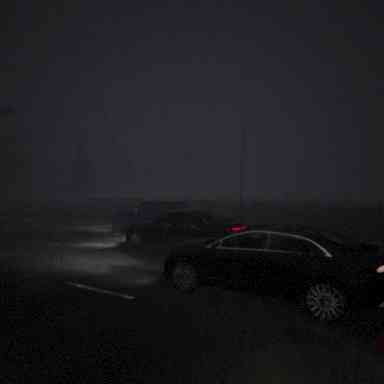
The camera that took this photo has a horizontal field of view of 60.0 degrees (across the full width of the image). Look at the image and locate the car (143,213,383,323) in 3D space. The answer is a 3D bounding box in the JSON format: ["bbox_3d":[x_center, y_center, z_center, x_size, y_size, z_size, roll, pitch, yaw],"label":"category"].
[{"bbox_3d":[1.564,1.429,7.079,4.902,1.511,2.128,0,0,34],"label":"car"}]

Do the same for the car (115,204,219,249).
[{"bbox_3d":[-0.342,1.393,12.468,4.892,1.490,1.837,0,0,31],"label":"car"}]

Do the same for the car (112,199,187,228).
[{"bbox_3d":[-2.017,1.197,17.456,4.553,1.767,2.097,0,1,29],"label":"car"}]
